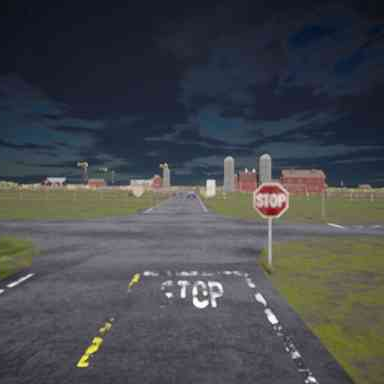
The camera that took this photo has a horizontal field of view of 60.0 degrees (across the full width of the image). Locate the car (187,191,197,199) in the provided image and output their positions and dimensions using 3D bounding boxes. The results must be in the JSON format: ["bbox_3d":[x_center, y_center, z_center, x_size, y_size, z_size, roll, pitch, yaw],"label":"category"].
[{"bbox_3d":[-0.069,0.569,64.501,1.812,1.442,4.674,0,1,0],"label":"car"}]

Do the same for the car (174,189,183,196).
[{"bbox_3d":[-2.826,0.084,69.529,1.837,1.490,4.892,0,1,0],"label":"car"}]

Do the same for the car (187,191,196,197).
[{"bbox_3d":[-0.081,0.372,74.568,1.895,1.301,4.718,0,1,0],"label":"car"}]
